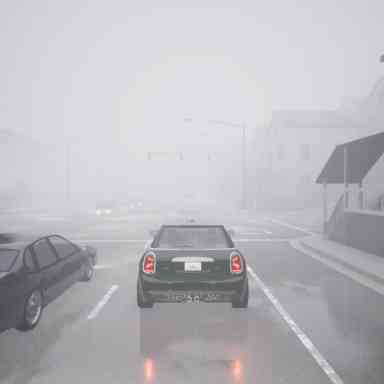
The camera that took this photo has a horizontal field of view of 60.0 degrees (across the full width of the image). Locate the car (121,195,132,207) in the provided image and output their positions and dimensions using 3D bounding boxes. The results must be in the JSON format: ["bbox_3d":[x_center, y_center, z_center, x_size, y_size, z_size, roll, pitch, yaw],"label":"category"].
[{"bbox_3d":[-11.125,1.352,51.828,2.097,1.767,4.553,0,0,-1],"label":"car"}]

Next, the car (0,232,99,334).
[{"bbox_3d":[-3.488,1.547,6.798,2.033,1.411,5.357,0,0,0],"label":"car"}]

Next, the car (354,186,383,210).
[{"bbox_3d":[15.913,0.398,27.957,4.674,1.442,1.812,-19,1,-1],"label":"car"}]

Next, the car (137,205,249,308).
[{"bbox_3d":[0.003,1.352,8.080,2.097,1.767,4.553,0,0,0],"label":"car"}]

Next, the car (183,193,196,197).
[{"bbox_3d":[-0.524,1.221,60.730,2.150,2.045,5.566,0,0,-1],"label":"car"}]

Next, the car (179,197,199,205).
[{"bbox_3d":[-0.275,1.532,35.170,1.812,1.442,4.674,-1,0,-9],"label":"car"}]

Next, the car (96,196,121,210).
[{"bbox_3d":[-11.042,1.564,43.173,1.994,1.385,4.181,0,0,-1],"label":"car"}]

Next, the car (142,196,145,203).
[{"bbox_3d":[-11.244,1.521,72.170,2.128,1.511,4.902,0,0,-1],"label":"car"}]

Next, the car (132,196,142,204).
[{"bbox_3d":[-11.198,1.491,61.897,2.128,1.511,4.902,0,0,0],"label":"car"}]
